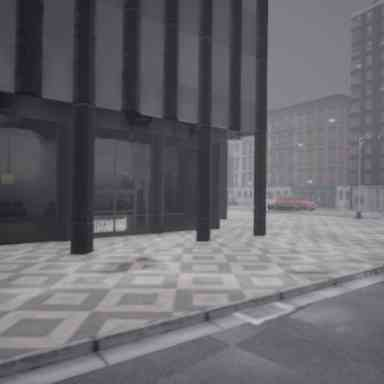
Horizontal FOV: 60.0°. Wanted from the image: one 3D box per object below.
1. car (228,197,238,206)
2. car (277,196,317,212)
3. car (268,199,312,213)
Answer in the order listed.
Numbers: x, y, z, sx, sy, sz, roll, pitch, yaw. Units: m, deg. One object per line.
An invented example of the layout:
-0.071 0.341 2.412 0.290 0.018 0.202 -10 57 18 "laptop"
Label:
6.688 1.774 63.778 2.097 1.767 4.553 1 -1 -35 "car"
13.349 1.508 43.139 2.150 2.045 5.566 1 -1 -36 "car"
11.567 1.836 40.031 1.895 1.301 4.718 1 -1 -36 "car"
